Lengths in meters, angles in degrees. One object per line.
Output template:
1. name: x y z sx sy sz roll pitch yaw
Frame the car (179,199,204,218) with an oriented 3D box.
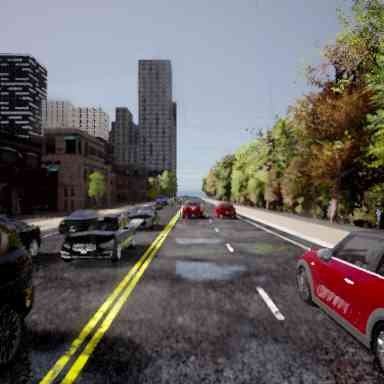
1. car: 0.092 1.697 34.025 2.097 1.767 4.553 0 -1 0

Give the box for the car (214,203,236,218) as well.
1. car: 3.345 1.821 33.877 1.882 1.535 5.008 0 0 0

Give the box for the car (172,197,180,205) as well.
1. car: -3.264 1.975 72.610 2.097 1.767 4.553 0 -1 0

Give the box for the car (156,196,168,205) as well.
1. car: -6.514 1.844 72.551 2.150 2.045 5.566 0 -1 0

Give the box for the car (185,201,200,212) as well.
1. car: 0.030 2.027 46.014 1.994 1.385 4.181 0 -1 0

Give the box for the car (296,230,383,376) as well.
1. car: 3.349 1.409 5.523 2.097 1.767 4.553 0 -1 0

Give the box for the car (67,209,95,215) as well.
1. car: -6.603 1.772 20.482 1.994 1.385 4.181 0 -1 -1

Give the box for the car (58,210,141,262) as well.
1. car: -3.350 1.635 12.735 1.837 1.490 4.892 0 -1 0

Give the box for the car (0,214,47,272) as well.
1. car: -6.599 1.585 10.485 1.882 1.535 5.008 0 -1 0

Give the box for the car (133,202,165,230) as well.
1. car: -3.341 1.726 23.045 2.128 1.511 4.902 0 -1 0

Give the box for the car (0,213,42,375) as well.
1. car: -3.364 1.250 2.713 2.150 2.045 5.566 0 -1 -1
